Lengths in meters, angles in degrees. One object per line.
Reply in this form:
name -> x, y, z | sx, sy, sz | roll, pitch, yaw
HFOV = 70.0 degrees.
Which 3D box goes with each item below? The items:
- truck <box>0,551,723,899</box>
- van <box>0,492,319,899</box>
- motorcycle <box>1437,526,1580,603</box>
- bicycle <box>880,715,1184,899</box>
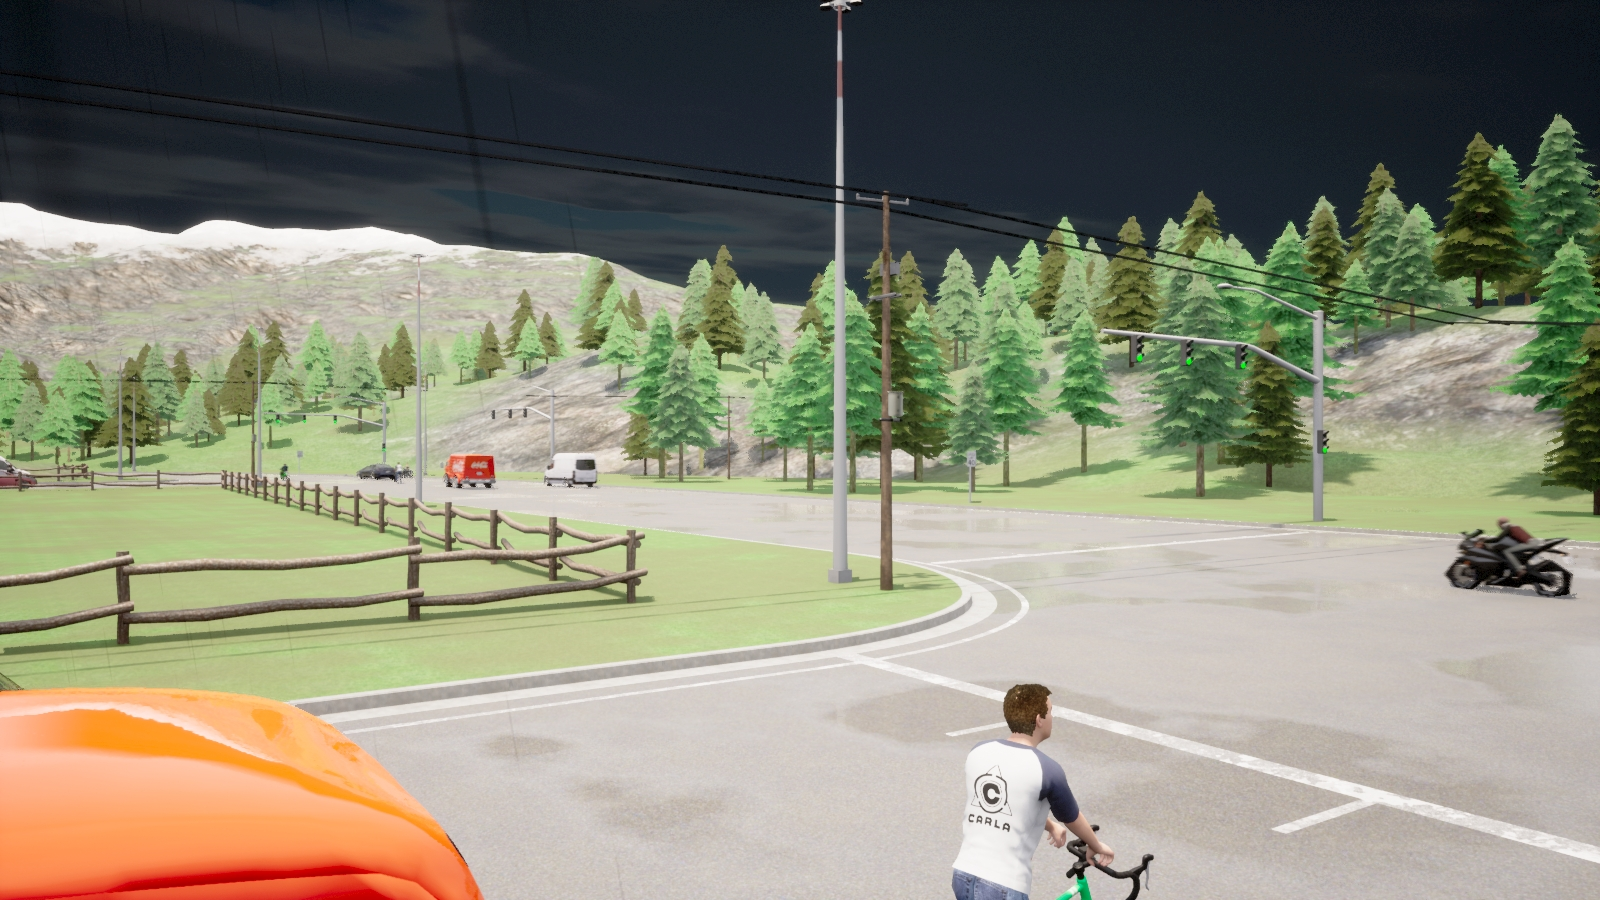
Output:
truck -> -3.059, 1.547, 1.723 | 5.204, 2.467, 2.627 | 2, -1, -34
van -> -5.215, 1.535, 4.399 | 5.915, 2.561, 1.988 | 0, 0, -35
motorcycle -> 13.738, 2.189, 22.218 | 0.867, 1.251, 2.209 | 0, 0, -35
bicycle -> 1.060, 2.053, 4.957 | 1.643, 1.496, 0.373 | 0, 0, -41
